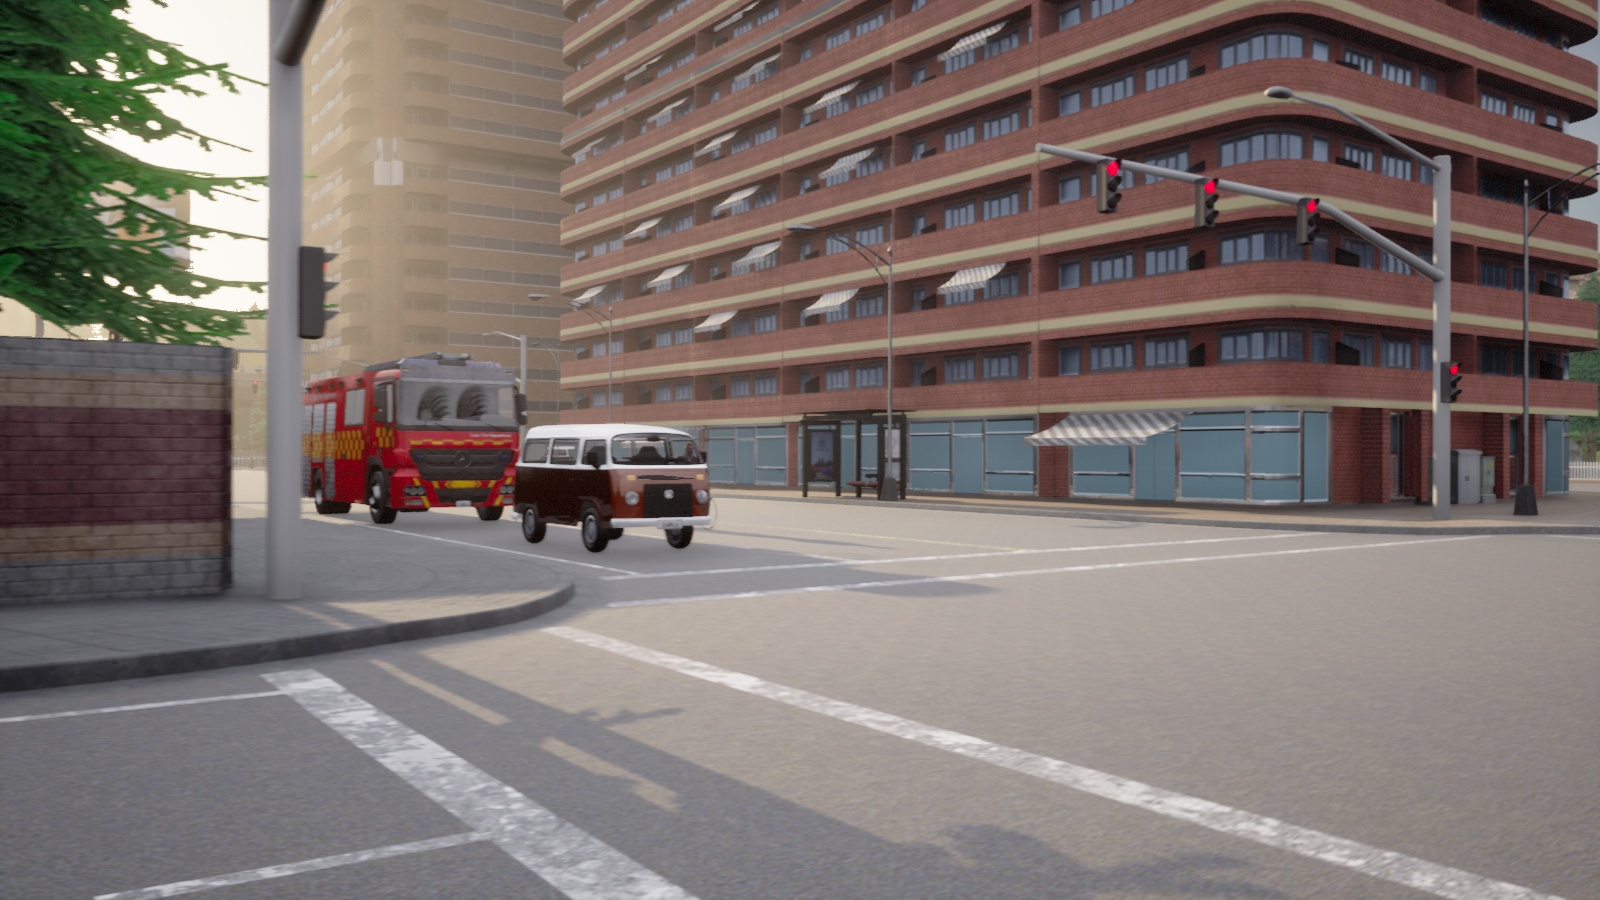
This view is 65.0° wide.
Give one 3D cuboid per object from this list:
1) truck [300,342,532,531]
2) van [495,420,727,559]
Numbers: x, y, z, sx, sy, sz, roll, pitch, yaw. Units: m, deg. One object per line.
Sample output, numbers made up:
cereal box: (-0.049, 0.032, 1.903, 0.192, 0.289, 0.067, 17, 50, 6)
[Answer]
truck: (-9.379, -0.261, 29.842, 2.891, 3.827, 8.468, 0, 0, -34)
van: (-3.251, 0.589, 20.843, 2.069, 2.038, 4.480, 0, 0, -34)
